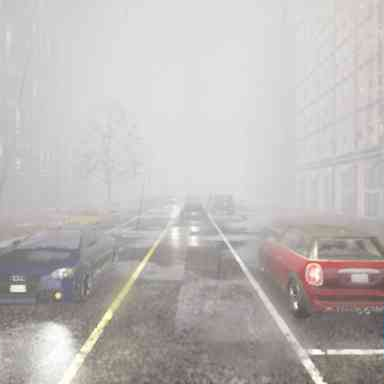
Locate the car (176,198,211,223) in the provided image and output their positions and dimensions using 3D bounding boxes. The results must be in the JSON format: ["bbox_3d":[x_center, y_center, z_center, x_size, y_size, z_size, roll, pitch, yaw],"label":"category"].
[{"bbox_3d":[0.115,1.425,24.351,1.994,1.385,4.181,0,0,0],"label":"car"}]

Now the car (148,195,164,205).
[{"bbox_3d":[-5.656,1.251,52.849,1.947,1.339,4.313,0,0,0],"label":"car"}]

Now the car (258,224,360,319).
[{"bbox_3d":[2.698,1.399,7.294,1.967,1.590,4.097,0,0,0],"label":"car"}]

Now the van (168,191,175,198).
[{"bbox_3d":[-5.632,0.757,92.692,1.690,1.788,3.998,0,0,0],"label":"van"}]

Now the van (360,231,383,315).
[{"bbox_3d":[2.694,1.332,1.602,1.690,1.788,3.998,0,0,0],"label":"van"}]

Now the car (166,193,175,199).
[{"bbox_3d":[-5.636,1.000,87.001,1.887,1.381,4.507,0,0,0],"label":"car"}]

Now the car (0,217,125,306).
[{"bbox_3d":[-3.097,1.520,7.909,1.994,1.385,4.181,0,0,0],"label":"car"}]

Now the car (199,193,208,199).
[{"bbox_3d":[2.741,1.060,81.291,1.947,1.339,4.313,0,0,0],"label":"car"}]

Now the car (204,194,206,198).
[{"bbox_3d":[2.719,1.071,41.446,2.192,1.841,5.009,0,0,0],"label":"car"}]

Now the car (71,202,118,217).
[{"bbox_3d":[-5.677,1.420,18.524,1.752,1.417,4.829,0,0,0],"label":"car"}]

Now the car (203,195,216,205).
[{"bbox_3d":[2.725,1.208,53.000,1.752,1.417,4.829,0,0,0],"label":"car"}]

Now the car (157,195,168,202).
[{"bbox_3d":[-5.649,1.192,64.231,1.802,1.307,4.206,0,0,0],"label":"car"}]

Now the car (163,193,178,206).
[{"bbox_3d":[-3.057,1.258,48.744,2.033,1.411,5.357,0,0,0],"label":"car"}]

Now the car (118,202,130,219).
[{"bbox_3d":[-5.673,1.411,24.387,2.008,1.369,4.403,0,0,0],"label":"car"}]

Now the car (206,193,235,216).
[{"bbox_3d":[2.712,1.141,30.061,2.192,1.841,5.009,0,0,0],"label":"car"}]

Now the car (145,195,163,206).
[{"bbox_3d":[-5.659,1.272,47.156,2.008,1.369,4.403,0,0,0],"label":"car"}]

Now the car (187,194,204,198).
[{"bbox_3d":[0.125,1.109,41.349,2.097,1.767,4.553,0,0,0],"label":"car"}]
